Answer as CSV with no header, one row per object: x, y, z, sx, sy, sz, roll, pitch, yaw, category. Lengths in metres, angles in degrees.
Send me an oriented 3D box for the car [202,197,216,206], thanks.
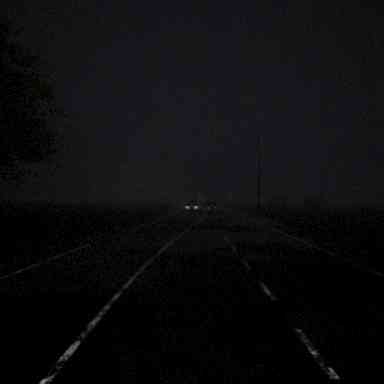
3.448,1.866,62.018,2.128,1.511,4.902,0,0,0,car

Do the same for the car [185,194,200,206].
-0.052,1.605,63.185,2.150,2.045,5.566,0,0,0,car
